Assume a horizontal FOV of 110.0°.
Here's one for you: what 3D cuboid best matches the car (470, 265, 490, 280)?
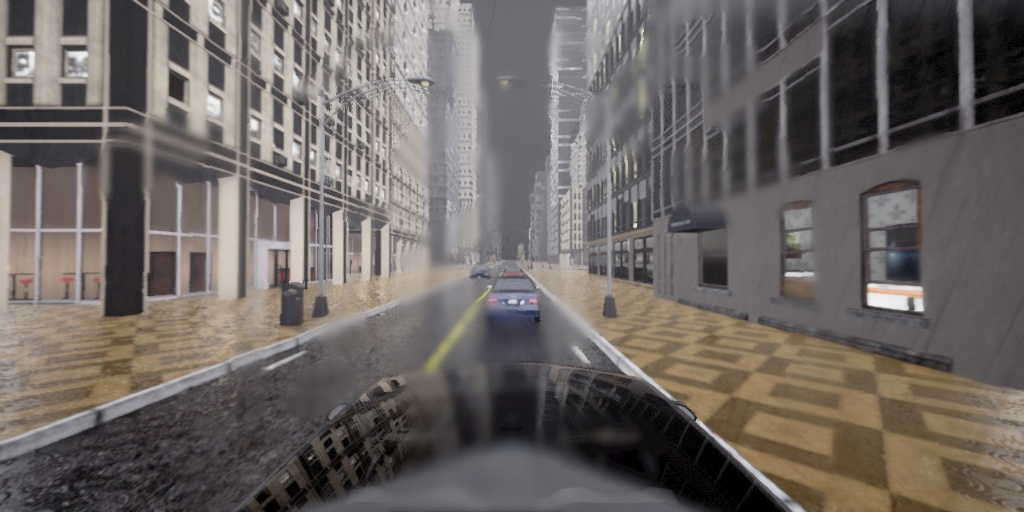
[{"bbox_3d":[-3.106,1.645,36.583,2.033,1.411,5.357,0,-1,0],"label":"car"}]

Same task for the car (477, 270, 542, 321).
[{"bbox_3d":[0.066,1.411,13.005,2.033,1.411,5.357,0,-1,0],"label":"car"}]

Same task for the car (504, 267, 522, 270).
[{"bbox_3d":[0.078,1.645,31.230,1.895,1.301,4.718,0,-1,0],"label":"car"}]
